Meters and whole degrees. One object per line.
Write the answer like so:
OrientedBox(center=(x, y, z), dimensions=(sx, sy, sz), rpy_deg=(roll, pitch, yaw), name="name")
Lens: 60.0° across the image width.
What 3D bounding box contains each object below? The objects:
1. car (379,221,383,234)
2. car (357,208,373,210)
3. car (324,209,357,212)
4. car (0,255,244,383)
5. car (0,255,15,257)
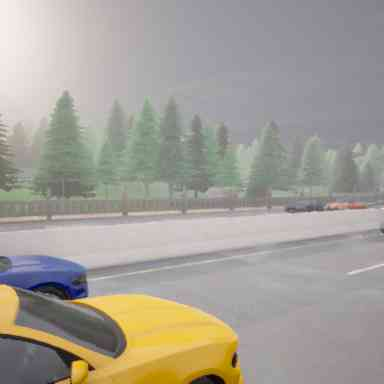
OrientedBox(center=(11.025, 1.558, 15.916), dimensions=(4.718, 1.301, 1.895), rpy_deg=(0, 0, -36), name="car")
OrientedBox(center=(16.717, 1.433, 28.819), dimensions=(4.892, 1.490, 1.837), rpy_deg=(0, 0, -35), name="car")
OrientedBox(center=(14.572, 1.281, 31.588), dimensions=(4.553, 1.767, 2.097), rpy_deg=(0, 0, -35), name="car")
OrientedBox(center=(-1.806, 1.478, 2.457), dimensions=(5.008, 1.535, 1.882), rpy_deg=(0, 0, -36), name="car")
OrientedBox(center=(-4.168, 1.478, 5.072), dimensions=(5.008, 1.535, 1.882), rpy_deg=(0, 0, -36), name="car")
